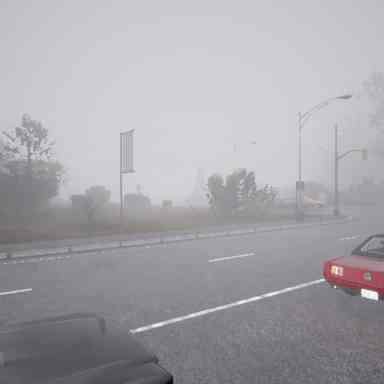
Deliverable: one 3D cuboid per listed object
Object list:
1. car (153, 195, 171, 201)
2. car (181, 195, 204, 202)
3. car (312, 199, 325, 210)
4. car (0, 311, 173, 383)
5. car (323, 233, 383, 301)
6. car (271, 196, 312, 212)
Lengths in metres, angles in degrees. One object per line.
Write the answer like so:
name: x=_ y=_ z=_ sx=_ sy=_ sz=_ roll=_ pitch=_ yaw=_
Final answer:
car: x=-6.714 y=1.330 z=73.992 sx=1.895 sy=1.301 sz=4.718 roll=-1 pitch=0 yaw=-38
car: x=0.018 y=1.276 z=65.724 sx=2.033 sy=1.411 sz=5.357 roll=-1 pitch=0 yaw=-38
car: x=12.766 y=1.252 z=38.413 sx=1.882 sy=1.535 sz=5.008 roll=-1 pitch=0 yaw=-39
car: x=-2.394 y=1.601 z=2.028 sx=4.718 sy=1.301 sz=1.895 roll=0 pitch=0 yaw=-36
car: x=5.054 y=1.570 z=7.366 sx=4.718 sy=1.301 sz=1.895 roll=0 pitch=0 yaw=-36
car: x=10.141 y=1.404 z=36.090 sx=1.895 sy=1.301 sz=4.718 roll=-1 pitch=0 yaw=-39
